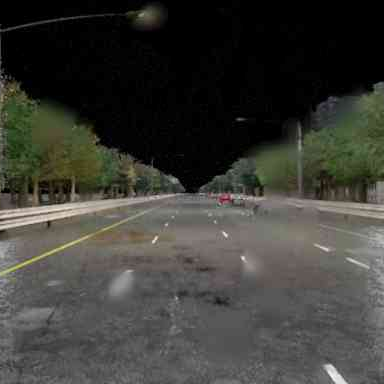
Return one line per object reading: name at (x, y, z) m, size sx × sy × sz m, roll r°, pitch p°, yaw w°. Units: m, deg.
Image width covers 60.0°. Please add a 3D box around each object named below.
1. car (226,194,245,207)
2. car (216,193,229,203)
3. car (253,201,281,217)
car at (7.034, 1.511, 51.831) m, size 2.128 × 1.511 × 4.902 m, roll 0°, pitch 0°, yaw 0°
car at (7.076, 1.272, 71.869) m, size 2.150 × 2.045 × 5.566 m, roll 0°, pitch 0°, yaw 0°
car at (7.020, 1.575, 31.416) m, size 1.994 × 1.385 × 4.181 m, roll 0°, pitch 0°, yaw 0°
